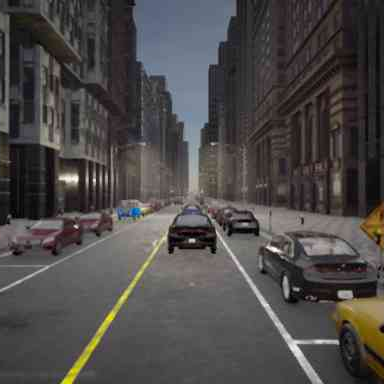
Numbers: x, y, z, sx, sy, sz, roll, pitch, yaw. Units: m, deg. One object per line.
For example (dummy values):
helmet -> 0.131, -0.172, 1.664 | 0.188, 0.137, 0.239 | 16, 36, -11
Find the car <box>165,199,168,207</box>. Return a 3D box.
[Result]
car -> -5.732, 2.002, 58.591 | 1.967, 1.590, 4.097 | 0, -1, 0

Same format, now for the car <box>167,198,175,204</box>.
car -> -5.713, 2.448, 92.201 | 1.887, 1.381, 4.507 | 0, -1, 0

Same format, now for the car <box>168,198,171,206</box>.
car -> -5.729, 2.168, 64.192 | 2.008, 1.369, 4.403 | 0, -1, 0

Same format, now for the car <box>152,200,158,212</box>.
car -> -5.741, 1.981, 41.784 | 1.802, 1.307, 4.206 | 0, -1, 0

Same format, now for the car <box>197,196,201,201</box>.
car -> 2.799, 1.988, 69.804 | 2.192, 1.841, 5.009 | 0, -1, 0

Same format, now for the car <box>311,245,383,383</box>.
car -> 2.762, 1.552, 2.755 | 1.752, 1.417, 4.829 | 0, -1, 0

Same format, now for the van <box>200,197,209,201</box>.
van -> 2.793, 1.903, 58.601 | 1.690, 1.788, 3.998 | 0, -1, 0

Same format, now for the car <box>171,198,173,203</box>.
car -> -5.725, 2.239, 69.793 | 1.947, 1.339, 4.313 | 0, -1, 0

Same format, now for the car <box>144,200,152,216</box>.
car -> -5.744, 1.868, 36.013 | 1.752, 1.417, 4.829 | 0, -1, 0

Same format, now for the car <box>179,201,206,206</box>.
car -> 0.023, 1.805, 29.399 | 1.812, 1.442, 4.674 | 0, 0, 0

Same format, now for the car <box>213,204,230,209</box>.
car -> 2.775, 1.819, 24.990 | 1.802, 1.307, 4.206 | 0, -1, 0

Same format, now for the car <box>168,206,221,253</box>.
car -> 0.016, 1.615, 14.480 | 1.882, 1.535, 5.008 | 0, 0, 0

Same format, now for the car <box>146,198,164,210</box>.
car -> -5.739, 1.768, 47.389 | 2.192, 1.841, 5.009 | 0, -1, 0

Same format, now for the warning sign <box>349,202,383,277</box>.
warning sign -> 5.075, 1.199, 8.839 | 1.300, 1.860, 1.060 | 0, 0, 0

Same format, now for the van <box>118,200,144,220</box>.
van -> -5.748, 1.632, 30.583 | 1.690, 1.788, 3.998 | 0, -1, 0

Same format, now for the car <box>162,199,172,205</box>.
car -> -5.722, 2.296, 75.395 | 1.947, 1.339, 4.313 | 0, -1, 0

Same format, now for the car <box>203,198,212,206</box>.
car -> 2.784, 1.839, 41.795 | 1.967, 1.590, 4.097 | 0, -1, 0

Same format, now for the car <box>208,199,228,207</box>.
car -> 2.778, 1.731, 30.592 | 1.967, 1.590, 4.097 | 0, -1, 0

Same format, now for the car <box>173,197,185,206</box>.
car -> -2.959, 2.283, 71.733 | 1.895, 1.301, 4.718 | 0, -1, 0

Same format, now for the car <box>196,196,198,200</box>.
car -> 2.805, 2.102, 81.007 | 2.192, 1.841, 5.009 | 0, -1, 0

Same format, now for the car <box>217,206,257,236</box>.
car -> 2.772, 1.750, 19.388 | 1.947, 1.339, 4.313 | 0, -1, 0

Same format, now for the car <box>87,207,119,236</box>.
car -> -5.753, 1.766, 19.376 | 1.802, 1.307, 4.206 | 0, -1, 0

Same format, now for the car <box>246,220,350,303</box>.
car -> 2.765, 1.629, 8.186 | 2.008, 1.369, 4.403 | 0, -1, 0

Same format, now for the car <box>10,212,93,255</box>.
car -> -5.757, 1.713, 13.775 | 1.802, 1.307, 4.206 | 0, -1, 0

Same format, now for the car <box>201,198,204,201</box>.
car -> 2.790, 2.034, 53.168 | 1.752, 1.417, 4.829 | 0, -1, 0
